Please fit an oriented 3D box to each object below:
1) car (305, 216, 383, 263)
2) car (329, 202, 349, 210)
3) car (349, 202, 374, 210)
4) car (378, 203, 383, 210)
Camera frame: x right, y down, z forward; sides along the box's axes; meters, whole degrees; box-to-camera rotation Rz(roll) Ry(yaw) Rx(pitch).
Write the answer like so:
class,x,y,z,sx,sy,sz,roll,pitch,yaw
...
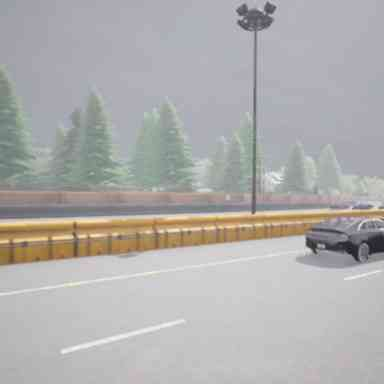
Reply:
class,x,y,z,sx,sy,sz,roll,pitch,yaw
car,6.362,1.655,12.638,4.902,1.511,2.128,1,0,-35
car,23.858,2.264,53.809,4.718,1.301,1.895,1,-1,-45
car,26.617,2.277,51.642,1.895,1.301,4.718,0,-1,45
car,29.347,2.166,49.465,1.882,1.535,5.008,0,-1,45
